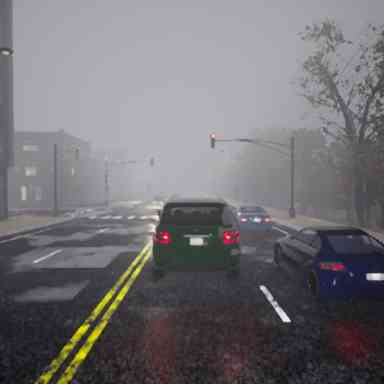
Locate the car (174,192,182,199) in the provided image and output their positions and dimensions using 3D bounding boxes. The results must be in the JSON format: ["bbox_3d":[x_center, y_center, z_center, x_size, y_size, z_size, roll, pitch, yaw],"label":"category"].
[{"bbox_3d":[-3.391,0.892,81.868,1.882,1.535,5.008,0,0,0],"label":"car"}]

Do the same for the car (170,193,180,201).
[{"bbox_3d":[-3.353,1.003,66.391,1.882,1.535,5.008,0,1,0],"label":"car"}]

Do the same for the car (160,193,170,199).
[{"bbox_3d":[-6.641,0.954,81.862,2.033,1.411,5.357,0,0,0],"label":"car"}]

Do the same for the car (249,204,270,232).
[{"bbox_3d":[3.312,1.409,19.106,2.033,1.411,5.357,0,0,3],"label":"car"}]

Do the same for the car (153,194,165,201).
[{"bbox_3d":[-6.598,1.126,66.358,1.895,1.301,4.718,0,0,0],"label":"car"}]

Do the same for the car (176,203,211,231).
[{"bbox_3d":[0.098,1.452,20.556,1.895,1.301,4.718,0,0,0],"label":"car"}]

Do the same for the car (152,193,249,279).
[{"bbox_3d":[0.100,1.151,9.971,2.150,2.045,5.566,0,1,0],"label":"car"}]

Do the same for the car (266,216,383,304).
[{"bbox_3d":[3.350,1.504,8.072,1.994,1.385,4.181,0,0,0],"label":"car"}]
